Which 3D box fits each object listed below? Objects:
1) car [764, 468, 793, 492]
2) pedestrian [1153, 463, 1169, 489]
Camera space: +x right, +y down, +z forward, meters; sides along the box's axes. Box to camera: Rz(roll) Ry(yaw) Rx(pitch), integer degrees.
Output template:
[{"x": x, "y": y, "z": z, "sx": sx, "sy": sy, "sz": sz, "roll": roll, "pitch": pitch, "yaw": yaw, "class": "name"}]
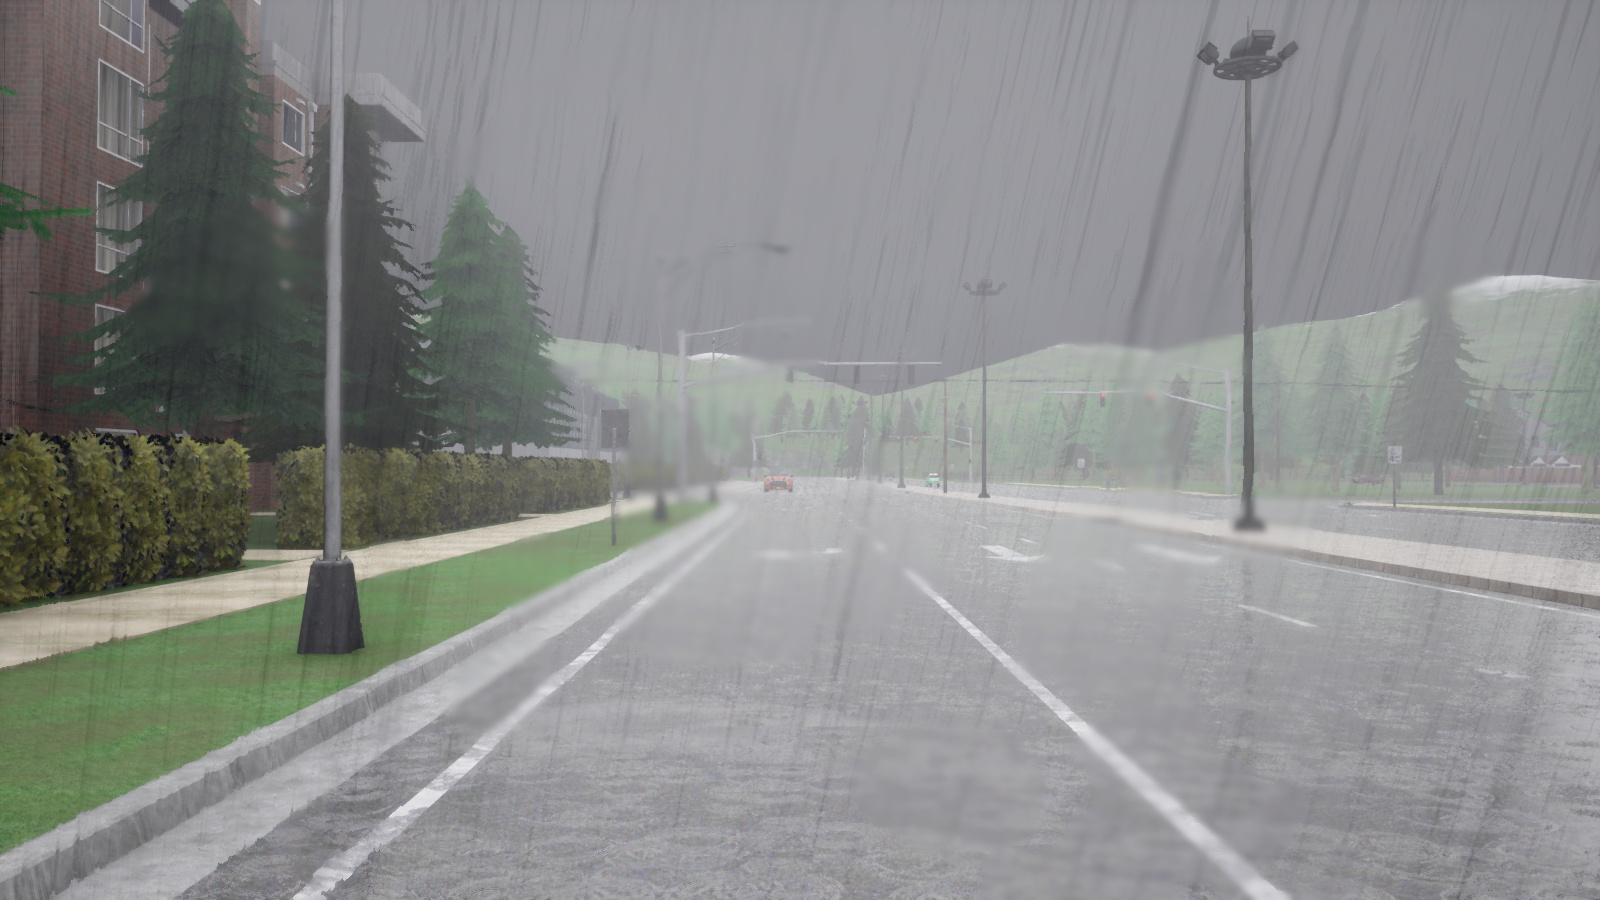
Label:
[{"x": -1.571, "y": 2.254, "z": 94.034, "sx": 2.097, "sy": 1.767, "sz": 4.553, "roll": 0, "pitch": -1, "yaw": 0, "class": "car"}, {"x": 25.405, "y": 1.832, "z": 88.377, "sx": 0.874, "sy": 1.855, "sz": 0.900, "roll": 0, "pitch": -1, "yaw": 0, "class": "pedestrian"}]
